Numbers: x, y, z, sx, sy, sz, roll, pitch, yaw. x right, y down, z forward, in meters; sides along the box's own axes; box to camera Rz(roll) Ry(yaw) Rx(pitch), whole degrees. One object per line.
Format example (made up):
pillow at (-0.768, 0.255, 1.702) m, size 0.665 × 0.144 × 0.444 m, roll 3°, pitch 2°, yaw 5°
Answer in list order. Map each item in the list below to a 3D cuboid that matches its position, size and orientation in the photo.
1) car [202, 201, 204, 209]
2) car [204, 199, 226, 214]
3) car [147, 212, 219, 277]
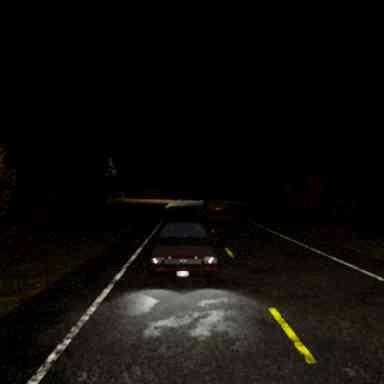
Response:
car at (2.487, 1.717, 48.060) m, size 1.837 × 1.490 × 4.892 m, roll 0°, pitch 0°, yaw -1°
car at (2.729, 1.652, 38.064) m, size 1.882 × 1.535 × 5.008 m, roll 0°, pitch -1°, yaw -1°
car at (-0.278, 1.595, 10.693) m, size 2.033 × 1.411 × 5.357 m, roll 0°, pitch 0°, yaw -1°
